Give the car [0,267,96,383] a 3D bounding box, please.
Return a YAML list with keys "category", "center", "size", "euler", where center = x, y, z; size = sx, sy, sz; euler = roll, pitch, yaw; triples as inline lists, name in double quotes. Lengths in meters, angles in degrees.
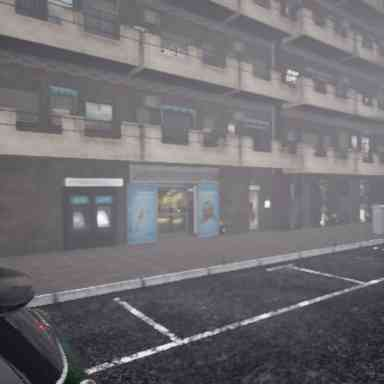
- category: "car"
  center: [-2.703, 1.352, 1.411]
  size: [4.553, 1.767, 2.097]
  euler: [0, 0, -35]
